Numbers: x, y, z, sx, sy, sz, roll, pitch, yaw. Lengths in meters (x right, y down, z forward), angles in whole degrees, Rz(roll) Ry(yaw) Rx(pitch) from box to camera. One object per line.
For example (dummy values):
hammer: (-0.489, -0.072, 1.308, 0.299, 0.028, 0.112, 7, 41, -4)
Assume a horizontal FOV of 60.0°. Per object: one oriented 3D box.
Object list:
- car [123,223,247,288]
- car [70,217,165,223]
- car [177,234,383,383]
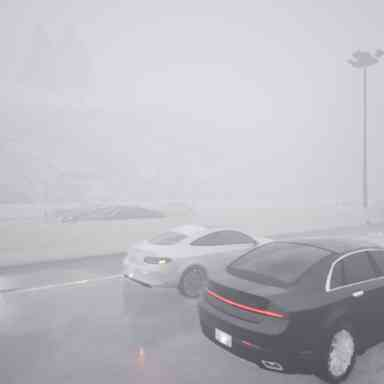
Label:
car: (0.575, 1.530, 8.467, 4.674, 1.442, 1.812, 0, 0, -36)
car: (-3.839, 1.504, 18.465, 4.902, 1.511, 2.128, 0, 0, -36)
car: (2.346, 1.507, 5.428, 4.892, 1.490, 1.837, 0, 0, -36)
